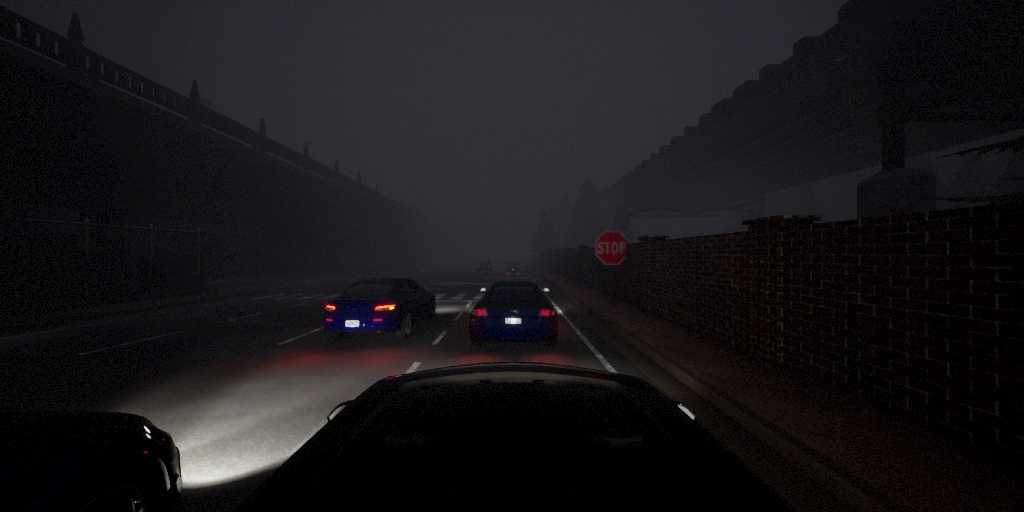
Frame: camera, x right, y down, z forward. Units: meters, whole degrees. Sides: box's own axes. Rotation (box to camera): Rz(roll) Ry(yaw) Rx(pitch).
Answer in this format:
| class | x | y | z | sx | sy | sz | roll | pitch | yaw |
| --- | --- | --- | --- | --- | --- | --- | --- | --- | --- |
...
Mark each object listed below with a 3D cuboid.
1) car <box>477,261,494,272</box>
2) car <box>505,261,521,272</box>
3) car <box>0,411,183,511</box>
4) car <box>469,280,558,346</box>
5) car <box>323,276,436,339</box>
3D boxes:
| class | x | y | z | sx | sy | sz | roll | pitch | yaw |
| --- | --- | --- | --- | --- | --- | --- | --- | --- | --- |
| car | -3.389 | 1.297 | 46.024 | 2.033 | 1.411 | 5.357 | 0 | 0 | -1 |
| car | 0.106 | 1.351 | 46.230 | 1.895 | 1.301 | 4.718 | 0 | 0 | -1 |
| car | -3.399 | 1.314 | 0.856 | 1.994 | 1.385 | 4.181 | 0 | 0 | 0 |
| car | 0.070 | 1.314 | 9.429 | 1.994 | 1.385 | 4.181 | 0 | 0 | 1 |
| car | -3.412 | 1.276 | 9.952 | 1.812 | 1.442 | 4.674 | 0 | 0 | 0 |
